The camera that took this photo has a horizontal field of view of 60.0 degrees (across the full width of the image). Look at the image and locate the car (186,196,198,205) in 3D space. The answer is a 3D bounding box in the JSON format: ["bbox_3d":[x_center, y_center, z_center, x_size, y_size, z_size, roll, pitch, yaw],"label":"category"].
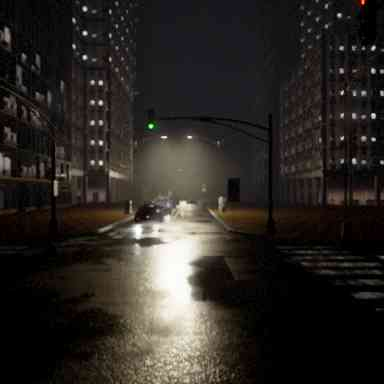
[{"bbox_3d":[-0.003,1.509,55.401,1.895,1.301,4.718,0,0,0],"label":"car"}]

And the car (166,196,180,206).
[{"bbox_3d":[-3.004,1.460,54.765,2.033,1.411,5.357,0,0,0],"label":"car"}]

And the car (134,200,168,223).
[{"bbox_3d":[-3.110,1.531,25.036,1.994,1.385,4.181,0,0,-1],"label":"car"}]

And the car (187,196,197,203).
[{"bbox_3d":[-0.005,1.440,65.375,2.033,1.411,5.357,0,0,0],"label":"car"}]

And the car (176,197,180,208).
[{"bbox_3d":[-3.018,1.479,44.455,2.033,1.411,5.357,0,0,0],"label":"car"}]

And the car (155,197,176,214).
[{"bbox_3d":[-3.085,1.303,34.192,2.097,1.767,4.553,0,0,0],"label":"car"}]
